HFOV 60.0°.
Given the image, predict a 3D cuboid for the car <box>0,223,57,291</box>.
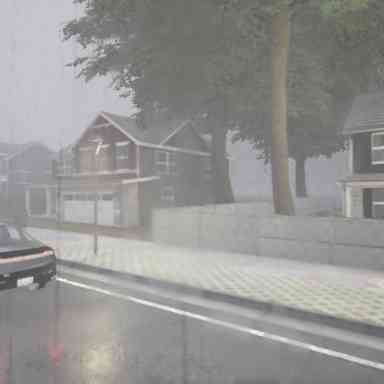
[{"bbox_3d":[-5.087,1.448,7.620,4.902,1.511,2.128,0,0,35],"label":"car"}]
